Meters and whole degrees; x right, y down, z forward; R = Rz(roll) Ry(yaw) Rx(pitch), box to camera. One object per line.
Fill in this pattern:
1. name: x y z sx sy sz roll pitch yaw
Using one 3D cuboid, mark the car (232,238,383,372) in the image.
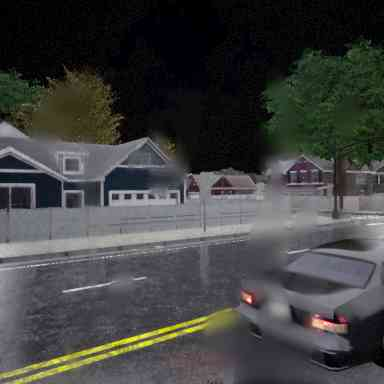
1. car: 3.143 1.539 5.709 5.357 1.411 2.033 0 0 -36
